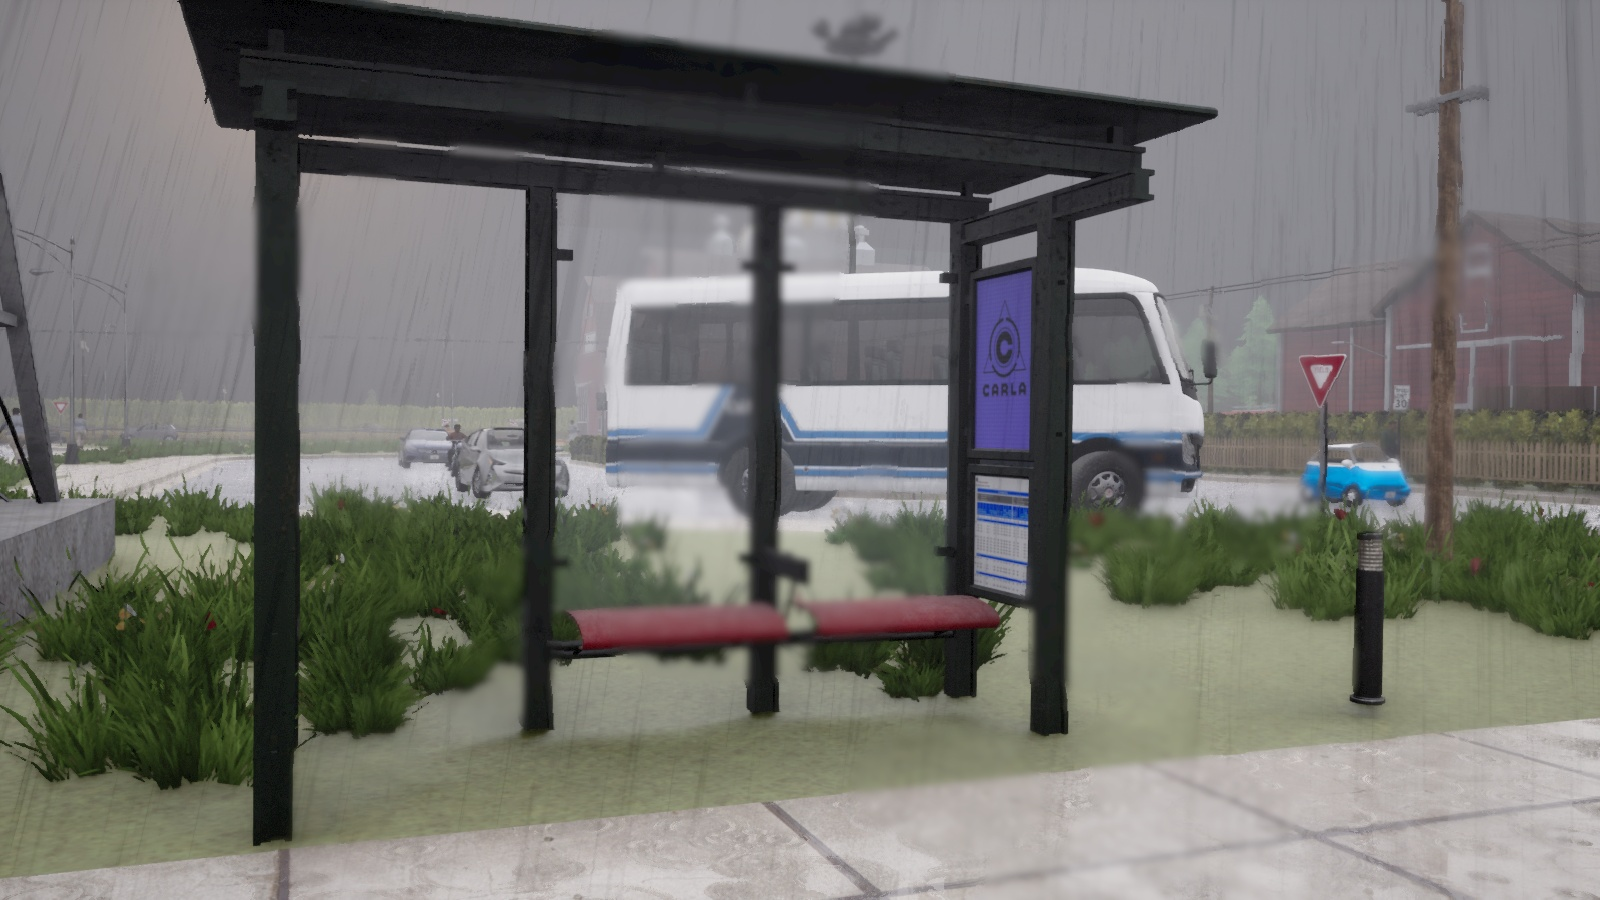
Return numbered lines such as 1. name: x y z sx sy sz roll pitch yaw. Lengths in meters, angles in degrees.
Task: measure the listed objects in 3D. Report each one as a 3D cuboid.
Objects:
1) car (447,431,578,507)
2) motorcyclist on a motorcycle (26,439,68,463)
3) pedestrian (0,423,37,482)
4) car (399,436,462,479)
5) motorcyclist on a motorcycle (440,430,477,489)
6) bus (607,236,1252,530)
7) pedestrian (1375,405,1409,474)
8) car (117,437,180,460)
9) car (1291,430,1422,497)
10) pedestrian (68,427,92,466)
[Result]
1. car: -6.521 0.357 28.155 2.007 1.525 4.514 -1 1 -24
2. motorcyclist on a motorcycle: -48.835 0.035 81.485 2.191 1.530 0.866 -1 1 -21
3. pedestrian: -24.805 0.074 39.776 0.874 1.855 0.900 -2 1 -44
4. car: -13.373 0.231 45.322 1.812 1.442 4.674 -1 1 -21
5. motorcyclist on a motorcycle: -9.993 0.258 36.728 0.766 1.649 2.350 -1 1 -21
6. bus: 2.248 -0.956 21.676 10.273 4.253 3.944 -1 1 18
7. pedestrian: 16.888 -0.312 35.833 0.423 1.949 0.788 -1 1 -22
8. car: -44.951 -0.113 86.722 3.633 1.501 1.845 -1 1 -21
9. car: 12.120 0.274 27.447 1.481 1.376 2.207 -1 0 -21
10. pedestrian: -34.925 -0.161 60.939 0.874 1.855 0.900 -1 1 -23
